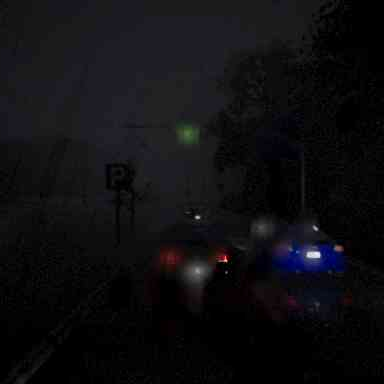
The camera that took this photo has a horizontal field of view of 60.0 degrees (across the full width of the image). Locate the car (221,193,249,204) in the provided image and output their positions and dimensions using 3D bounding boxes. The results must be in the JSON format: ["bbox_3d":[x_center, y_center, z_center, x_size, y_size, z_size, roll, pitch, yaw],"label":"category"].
[{"bbox_3d":[7.579,1.126,58.981,4.553,1.767,2.185,1,0,-14],"label":"car"}]

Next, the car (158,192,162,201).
[{"bbox_3d":[-9.373,1.341,71.346,4.674,1.452,2.002,-1,0,-13],"label":"car"}]

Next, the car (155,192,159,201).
[{"bbox_3d":[-9.741,1.342,68.344,4.674,1.452,2.002,-1,0,-13],"label":"car"}]

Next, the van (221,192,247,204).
[{"bbox_3d":[7.200,1.028,56.011,4.442,1.987,1.878,1,0,-14],"label":"van"}]

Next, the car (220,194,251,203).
[{"bbox_3d":[8.111,1.248,61.976,5.366,1.575,1.946,1,0,-13],"label":"car"}]

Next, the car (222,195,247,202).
[{"bbox_3d":[8.618,1.284,67.815,4.674,1.452,2.002,1,0,-13],"label":"car"}]

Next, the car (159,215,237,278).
[{"bbox_3d":[0.158,1.617,10.179,1.895,1.301,4.718,0,0,0],"label":"car"}]

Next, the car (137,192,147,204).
[{"bbox_3d":[-10.884,1.299,56.384,5.366,1.575,1.946,-1,0,-15],"label":"car"}]

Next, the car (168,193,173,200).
[{"bbox_3d":[-8.120,1.047,80.336,5.566,2.045,2.435,-1,0,-12],"label":"car"}]

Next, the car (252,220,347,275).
[{"bbox_3d":[3.153,1.580,10.508,1.994,1.385,4.181,0,0,1],"label":"car"}]

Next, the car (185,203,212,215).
[{"bbox_3d":[0.457,1.504,24.408,1.812,1.442,4.674,1,1,2],"label":"car"}]

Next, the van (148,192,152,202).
[{"bbox_3d":[-10.333,1.076,62.377,4.442,1.987,1.878,-1,0,-14],"label":"van"}]

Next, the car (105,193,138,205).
[{"bbox_3d":[-11.524,1.342,53.391,4.792,1.488,2.163,-1,0,-15],"label":"car"}]

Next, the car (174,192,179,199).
[{"bbox_3d":[-6.746,1.295,89.277,5.008,1.535,2.097,-1,0,-11],"label":"car"}]

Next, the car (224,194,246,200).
[{"bbox_3d":[10.643,1.229,82.482,5.008,1.535,2.097,1,0,-11],"label":"car"}]

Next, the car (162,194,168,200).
[{"bbox_3d":[-8.566,1.339,77.329,4.674,1.452,2.002,-1,0,-12],"label":"car"}]

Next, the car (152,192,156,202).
[{"bbox_3d":[-10.109,1.304,65.348,4.892,1.521,2.231,-1,0,-14],"label":"car"}]

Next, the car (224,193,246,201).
[{"bbox_3d":[10.242,1.107,79.554,4.553,1.767,2.185,1,0,-11],"label":"car"}]

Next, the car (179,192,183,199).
[{"bbox_3d":[-5.712,1.166,95.235,4.553,1.767,2.185,-1,0,-10],"label":"car"}]
